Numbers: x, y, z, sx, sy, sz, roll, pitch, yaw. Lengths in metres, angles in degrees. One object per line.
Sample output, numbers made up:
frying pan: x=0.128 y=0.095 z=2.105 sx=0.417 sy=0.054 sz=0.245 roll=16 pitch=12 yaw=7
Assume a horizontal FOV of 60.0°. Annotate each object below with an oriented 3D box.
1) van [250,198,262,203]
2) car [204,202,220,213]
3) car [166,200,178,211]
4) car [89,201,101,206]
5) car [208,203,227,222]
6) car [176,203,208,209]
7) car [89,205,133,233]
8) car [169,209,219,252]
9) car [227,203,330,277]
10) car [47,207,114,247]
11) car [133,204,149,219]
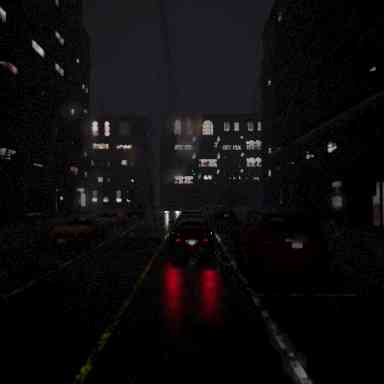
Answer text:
van: x=13.091 y=1.971 z=63.483 sx=3.998 sy=1.788 sz=1.690 roll=0 pitch=-1 yaw=0
car: x=2.580 y=2.025 z=43.908 sx=1.947 sy=1.339 sz=4.313 roll=1 pitch=-1 yaw=0
car: x=-2.746 y=2.025 z=48.710 sx=1.837 sy=1.490 sz=4.892 roll=0 pitch=-1 yaw=0
car: x=-19.692 y=2.388 z=63.437 sx=4.403 sy=1.369 sz=2.008 roll=0 pitch=-1 yaw=0
car: x=2.578 y=1.840 z=27.217 sx=1.947 sy=1.339 sz=4.313 roll=1 pitch=-1 yaw=0
car: x=0.009 y=1.789 z=29.307 sx=2.128 sy=1.511 sz=4.902 roll=0 pitch=-1 yaw=0
car: x=-5.283 y=1.739 z=21.460 sx=1.752 sy=1.417 sz=4.829 roll=1 pitch=-1 yaw=0
car: x=0.009 y=1.667 z=14.401 sx=1.812 sy=1.442 sz=4.674 roll=0 pitch=0 yaw=0
car: x=2.579 y=1.418 z=10.531 sx=2.192 sy=1.841 sz=5.009 roll=1 pitch=-1 yaw=0
car: x=-5.293 y=1.681 z=15.896 sx=1.752 sy=1.417 sz=4.829 roll=1 pitch=-1 yaw=0
car: x=-5.269 y=1.900 z=32.758 sx=1.947 sy=1.339 sz=4.313 roll=1 pitch=-1 yaw=0
